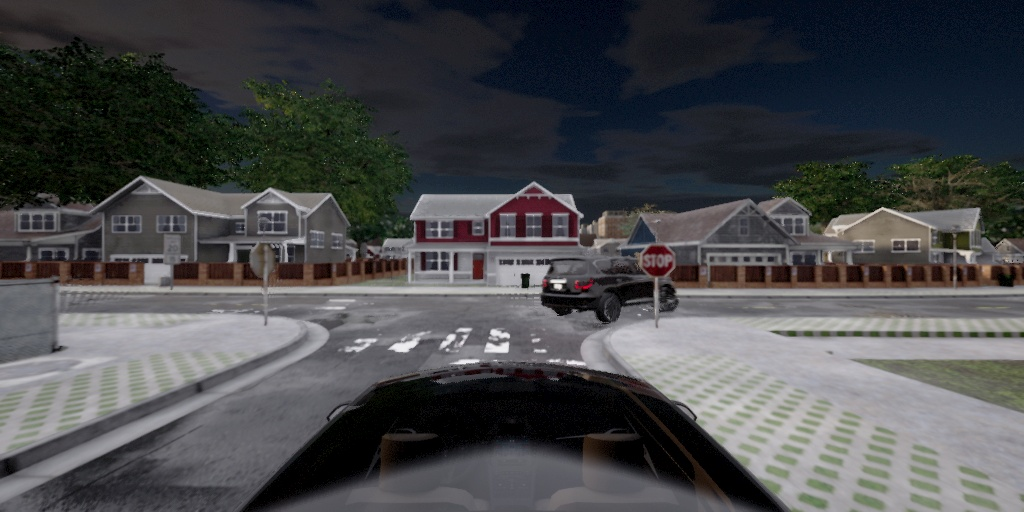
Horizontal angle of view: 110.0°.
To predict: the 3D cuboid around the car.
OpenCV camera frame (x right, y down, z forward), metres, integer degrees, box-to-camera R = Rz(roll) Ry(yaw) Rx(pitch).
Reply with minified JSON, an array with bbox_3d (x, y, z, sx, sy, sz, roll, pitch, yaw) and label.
[{"bbox_3d":[3.507,1.025,12.535,5.566,2.045,2.150,0,-2,-39],"label":"car"}]
